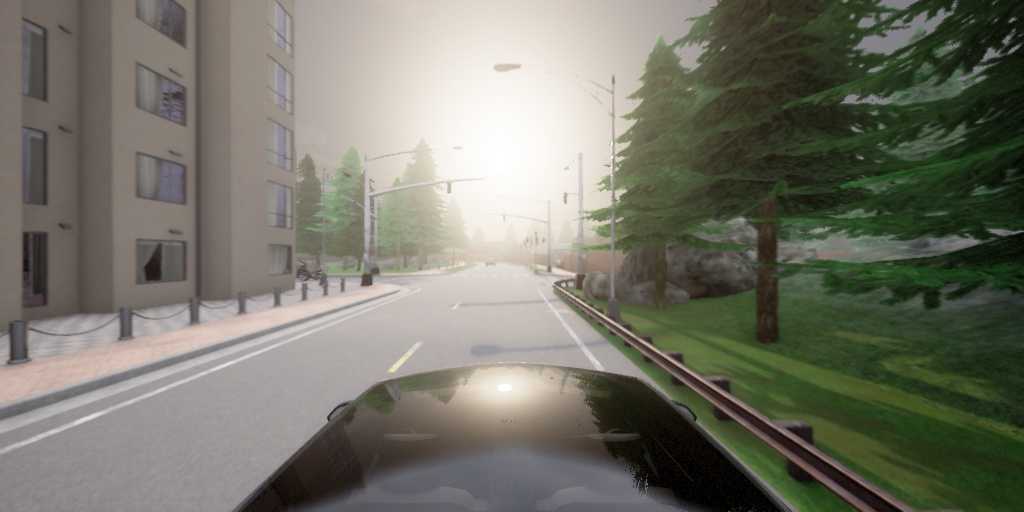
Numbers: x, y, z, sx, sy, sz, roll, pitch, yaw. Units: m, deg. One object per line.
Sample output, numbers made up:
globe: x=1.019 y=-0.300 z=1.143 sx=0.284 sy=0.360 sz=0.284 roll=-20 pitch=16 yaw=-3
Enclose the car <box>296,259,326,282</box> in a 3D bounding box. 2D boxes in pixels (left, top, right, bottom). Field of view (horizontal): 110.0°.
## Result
car: x=-16.919 y=1.028 z=27.678 sx=4.553 sy=1.767 sz=2.097 roll=0 pitch=0 yaw=1
